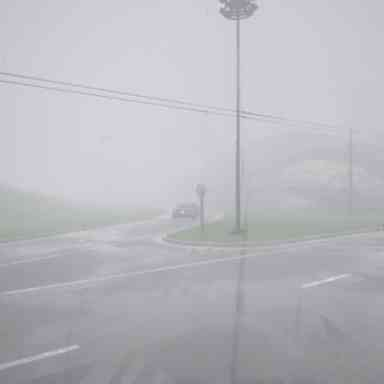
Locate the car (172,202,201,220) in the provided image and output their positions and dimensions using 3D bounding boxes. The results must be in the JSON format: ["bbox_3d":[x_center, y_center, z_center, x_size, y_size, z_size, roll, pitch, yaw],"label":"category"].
[{"bbox_3d":[-0.292,1.567,28.276,1.994,1.385,4.181,0,0,13],"label":"car"}]
